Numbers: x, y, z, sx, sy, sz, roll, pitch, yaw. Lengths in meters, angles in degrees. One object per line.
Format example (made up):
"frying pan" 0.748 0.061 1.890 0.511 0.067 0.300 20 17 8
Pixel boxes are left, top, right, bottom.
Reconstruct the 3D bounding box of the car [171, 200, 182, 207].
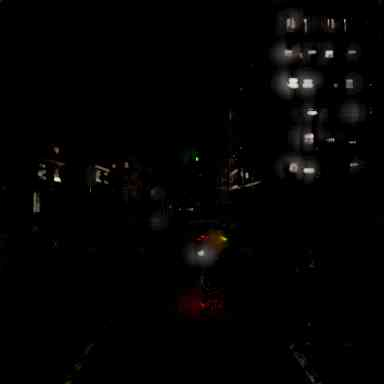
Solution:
"car" -2.991 2.216 66.226 1.895 1.301 4.718 0 -1 0

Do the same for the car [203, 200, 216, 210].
"car" 2.717 1.924 52.049 1.967 1.590 4.097 1 -1 0

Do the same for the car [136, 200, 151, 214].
"car" -5.743 1.923 40.620 1.887 1.381 4.507 1 -1 0

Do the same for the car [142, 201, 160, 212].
"car" -5.666 1.976 46.301 1.887 1.381 4.507 1 -1 0

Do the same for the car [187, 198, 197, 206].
"car" 0.015 2.110 68.289 1.882 1.535 5.008 0 -1 0

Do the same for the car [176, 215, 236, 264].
"car" 0.561 1.622 12.406 1.837 1.490 4.892 0 0 6

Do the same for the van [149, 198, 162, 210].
"van" -5.660 1.825 51.991 1.690 1.788 3.998 1 -1 0

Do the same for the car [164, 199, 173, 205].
"car" -5.659 2.330 80.420 1.802 1.307 4.206 1 -1 0

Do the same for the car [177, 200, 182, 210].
"car" -3.069 1.819 50.235 2.097 1.767 4.553 0 -1 0

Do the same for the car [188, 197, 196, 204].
"car" 0.017 2.042 78.716 1.882 1.535 5.008 0 -1 0

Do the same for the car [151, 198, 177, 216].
"car" -3.067 1.700 37.253 2.097 1.767 4.553 0 -1 0
